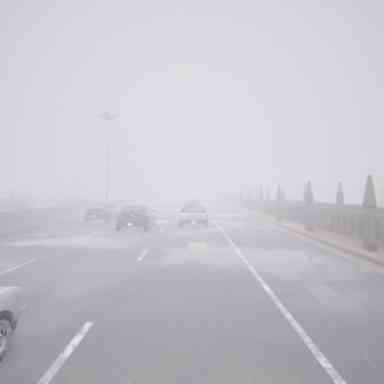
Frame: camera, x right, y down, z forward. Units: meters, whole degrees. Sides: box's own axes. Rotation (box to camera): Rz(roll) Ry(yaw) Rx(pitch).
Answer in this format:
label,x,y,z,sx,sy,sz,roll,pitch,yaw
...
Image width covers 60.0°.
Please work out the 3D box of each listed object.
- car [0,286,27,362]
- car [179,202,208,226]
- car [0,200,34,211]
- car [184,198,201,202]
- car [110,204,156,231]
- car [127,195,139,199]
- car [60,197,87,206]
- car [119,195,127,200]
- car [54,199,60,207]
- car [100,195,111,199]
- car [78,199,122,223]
label,x,y,z,sx,sy,sz,roll,pitch,yaw
car,-3.401,1.601,2.839,1.895,1.301,4.718,0,0,0
car,0.093,1.602,23.117,1.895,1.301,4.718,0,0,0
car,-21.096,1.608,40.237,1.895,1.301,4.718,0,0,0
car,0.089,1.513,41.384,1.837,1.490,4.892,0,0,0
car,-3.407,1.506,20.625,1.837,1.490,4.892,0,0,0
car,-14.064,1.593,81.657,1.837,1.490,4.892,0,0,-1
car,-14.095,1.486,41.164,1.882,1.535,5.008,0,0,0
car,-17.922,1.468,87.668,2.097,1.767,4.553,0,0,-4
car,-17.581,1.509,46.535,2.128,1.511,4.902,0,0,0
car,-21.044,1.580,81.092,1.882,1.535,5.008,0,0,-1
car,-6.907,1.527,25.676,1.812,1.442,4.674,0,0,0
